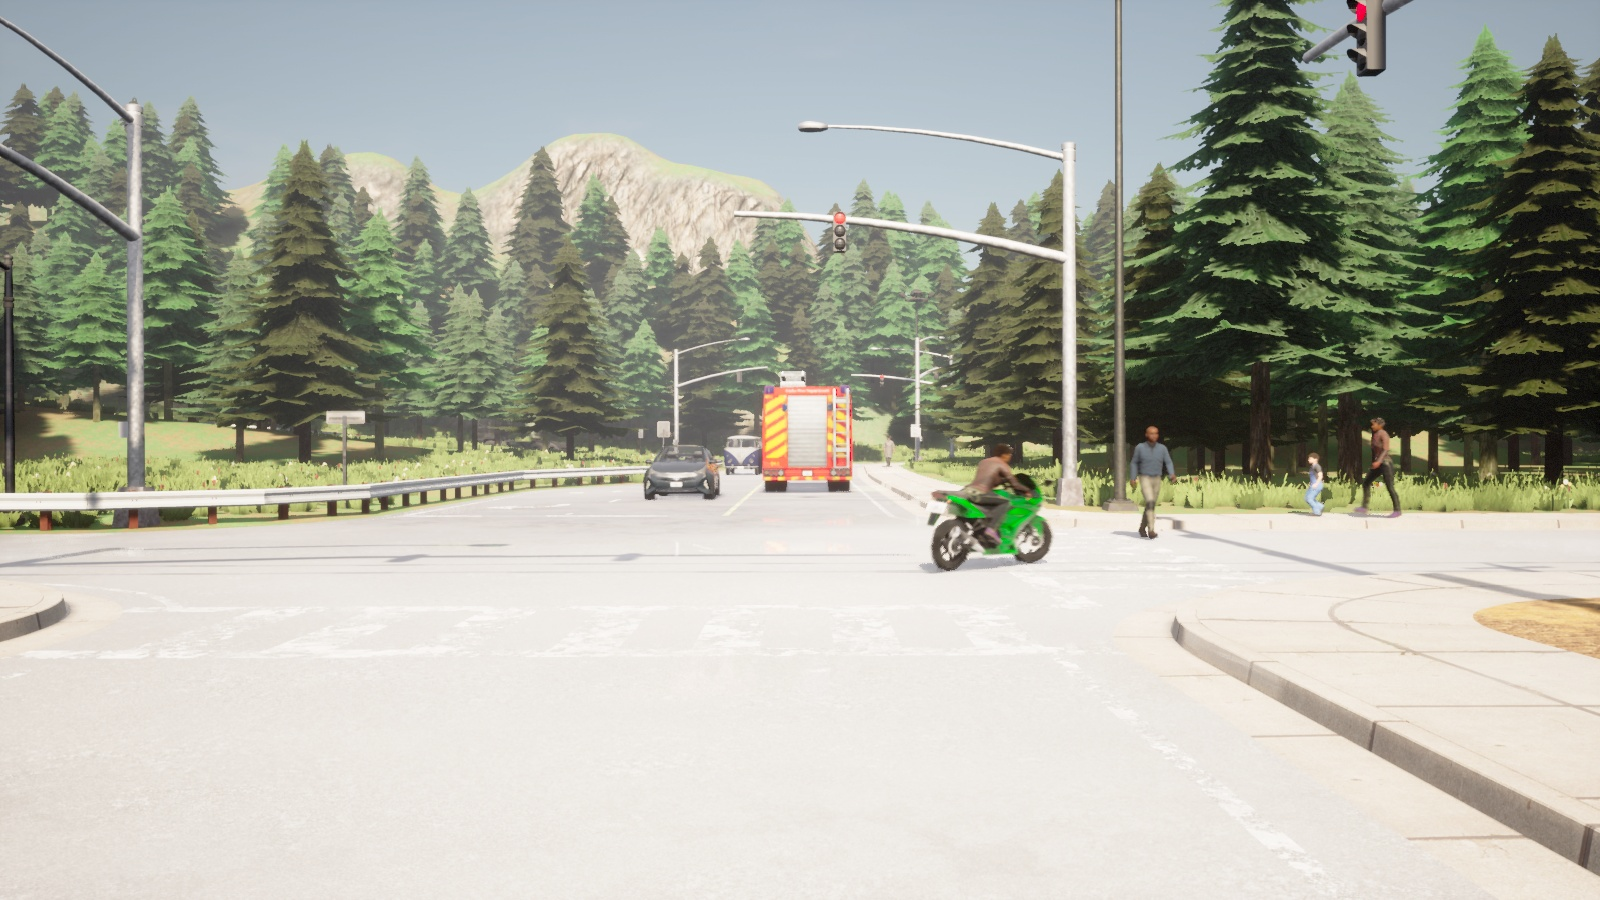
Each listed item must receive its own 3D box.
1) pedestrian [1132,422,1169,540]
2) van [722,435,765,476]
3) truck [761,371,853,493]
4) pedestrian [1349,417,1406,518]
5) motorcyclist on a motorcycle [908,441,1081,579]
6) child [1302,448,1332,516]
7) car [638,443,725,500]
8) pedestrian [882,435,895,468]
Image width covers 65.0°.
[{"bbox_3d":[5.537,0.478,19.854,0.370,1.835,0.726,0,0,-1],"label":"pedestrian"},{"bbox_3d":[-2.838,0.257,63.684,1.775,1.987,4.442,0,0,2],"label":"van"},{"bbox_3d":[0.247,-0.588,43.673,2.891,3.827,8.468,0,0,0],"label":"truck"},{"bbox_3d":[10.418,0.317,22.655,0.869,1.805,0.328,0,0,-2],"label":"pedestrian"},{"bbox_3d":[2.375,0.679,15.233,2.044,1.523,0.797,0,4,-36],"label":"motorcyclist on a motorcycle"},{"bbox_3d":[9.608,0.596,23.342,0.437,1.263,0.270,0,0,2],"label":"child"},{"bbox_3d":[-3.294,0.564,35.648,2.007,1.525,4.514,0,0,0],"label":"car"},{"bbox_3d":[5.313,0.100,75.235,0.659,1.952,0.873,0,0,-6],"label":"pedestrian"}]
